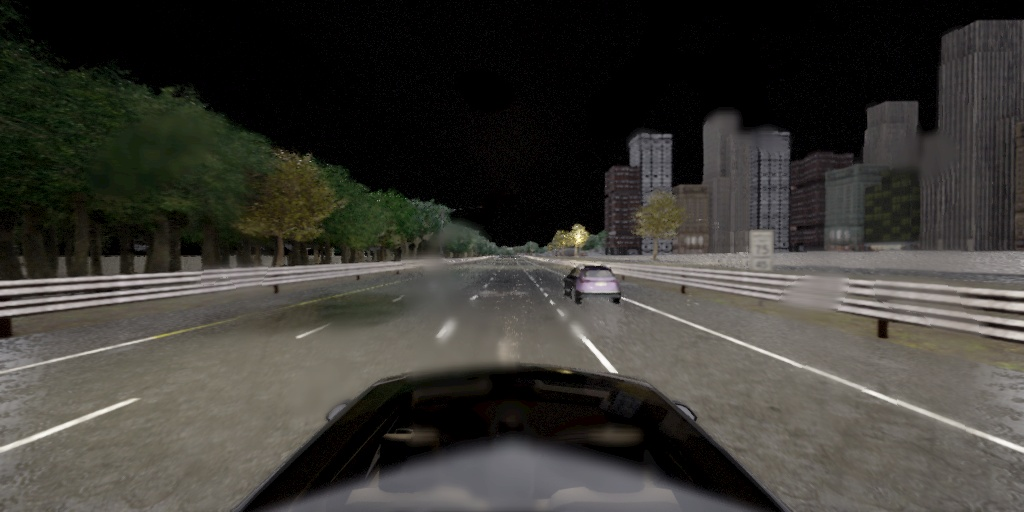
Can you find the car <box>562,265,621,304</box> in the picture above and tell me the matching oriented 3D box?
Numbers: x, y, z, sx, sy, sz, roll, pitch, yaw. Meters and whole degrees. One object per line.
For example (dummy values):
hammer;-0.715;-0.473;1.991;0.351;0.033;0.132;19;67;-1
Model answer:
car;3.510;1.189;16.420;2.033;1.649;4.856;0;0;0
